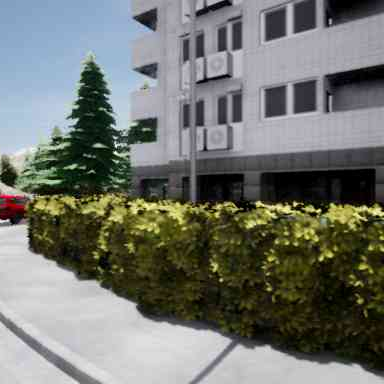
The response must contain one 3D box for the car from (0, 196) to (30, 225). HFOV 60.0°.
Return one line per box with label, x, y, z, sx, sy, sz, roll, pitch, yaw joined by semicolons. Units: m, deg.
car;-13.284;1.284;24.943;2.150;2.045;5.566;0;0;2
